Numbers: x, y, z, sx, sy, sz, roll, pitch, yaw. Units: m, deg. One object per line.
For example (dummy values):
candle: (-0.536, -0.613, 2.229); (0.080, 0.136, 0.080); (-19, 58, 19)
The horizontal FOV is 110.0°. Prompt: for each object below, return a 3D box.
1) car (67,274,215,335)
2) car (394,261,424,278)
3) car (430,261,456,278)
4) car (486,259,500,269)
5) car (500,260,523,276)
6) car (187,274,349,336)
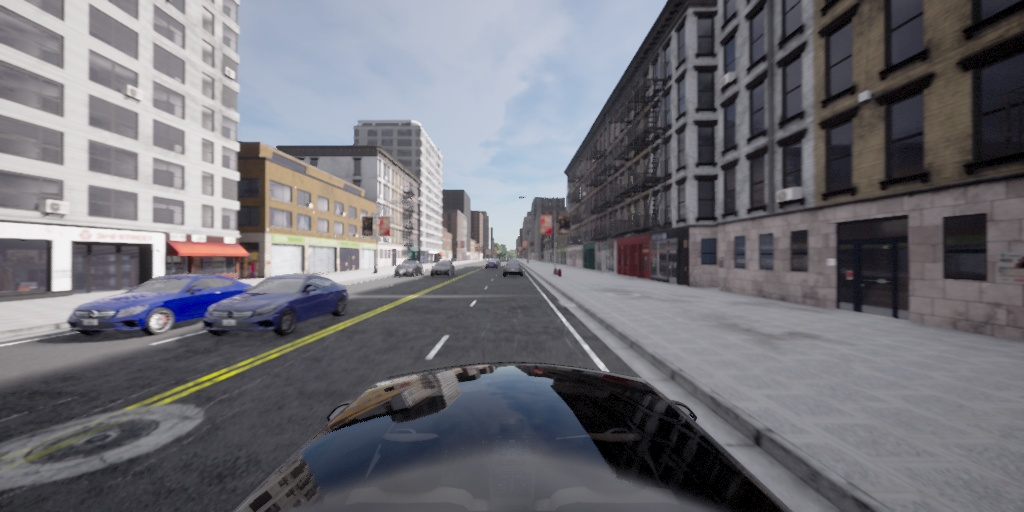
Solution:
car: (-9.754, 1.275, 10.613); (1.812, 1.442, 4.674); (0, 0, 0)
car: (-9.854, 1.239, 34.562); (2.128, 1.511, 4.902); (0, 0, 0)
car: (-6.606, 1.253, 34.714); (1.837, 1.490, 4.892); (0, 0, 0)
car: (-3.172, 1.274, 57.164); (1.812, 1.442, 4.674); (0, 0, 0)
car: (0.086, 1.312, 37.325); (1.994, 1.385, 4.181); (0, 0, 0)
car: (-6.505, 1.275, 10.576); (1.812, 1.442, 4.674); (0, 0, 0)
